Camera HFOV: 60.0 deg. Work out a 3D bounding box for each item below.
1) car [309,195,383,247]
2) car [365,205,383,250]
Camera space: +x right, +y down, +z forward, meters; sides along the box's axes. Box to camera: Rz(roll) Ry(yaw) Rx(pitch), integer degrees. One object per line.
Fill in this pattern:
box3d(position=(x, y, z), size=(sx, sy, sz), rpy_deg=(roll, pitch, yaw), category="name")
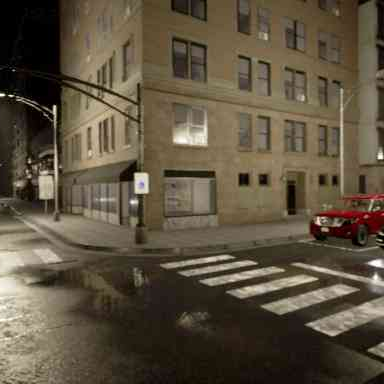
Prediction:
box3d(position=(7.101, 1.058, 13.887), size=(5.009, 1.841, 2.192), rpy_deg=(-1, 1, -33), category="car")
box3d(position=(8.452, 1.259, 11.741), size=(4.892, 1.490, 1.837), rpy_deg=(-1, 1, -33), category="car")
